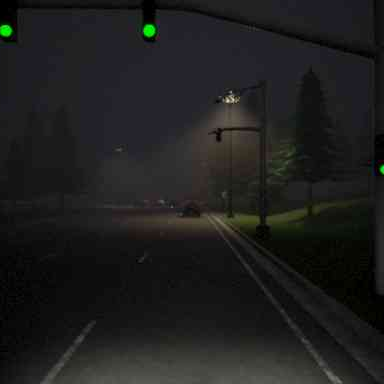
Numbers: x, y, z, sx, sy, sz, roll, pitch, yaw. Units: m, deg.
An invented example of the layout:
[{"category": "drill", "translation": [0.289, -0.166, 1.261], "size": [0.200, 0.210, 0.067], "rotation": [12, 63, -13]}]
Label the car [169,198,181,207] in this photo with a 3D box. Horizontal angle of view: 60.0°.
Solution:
[{"category": "car", "translation": [-3.562, 2.270, 66.688], "size": [1.994, 1.385, 4.181], "rotation": [0, -1, 0]}]

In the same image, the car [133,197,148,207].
[{"category": "car", "translation": [-10.562, 2.251, 66.265], "size": [2.033, 1.411, 5.357], "rotation": [0, -1, 0]}]

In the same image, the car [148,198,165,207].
[{"category": "car", "translation": [-7.062, 2.309, 66.715], "size": [1.895, 1.301, 4.718], "rotation": [0, -1, 0]}]

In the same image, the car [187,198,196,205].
[{"category": "car", "translation": [-0.071, 2.185, 76.696], "size": [2.033, 1.411, 5.357], "rotation": [0, -1, 0]}]

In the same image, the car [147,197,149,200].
[{"category": "car", "translation": [-10.571, 2.001, 76.659], "size": [2.097, 1.767, 4.553], "rotation": [0, -1, 0]}]

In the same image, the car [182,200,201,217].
[{"category": "car", "translation": [-0.033, 1.905, 35.664], "size": [1.812, 1.442, 4.674], "rotation": [0, -1, 0]}]

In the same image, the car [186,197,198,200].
[{"category": "car", "translation": [-0.062, 1.925, 66.309], "size": [2.150, 2.045, 5.566], "rotation": [0, -1, 0]}]

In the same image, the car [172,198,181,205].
[{"category": "car", "translation": [-3.571, 2.123, 76.694], "size": [1.882, 1.535, 5.008], "rotation": [0, -1, 0]}]
